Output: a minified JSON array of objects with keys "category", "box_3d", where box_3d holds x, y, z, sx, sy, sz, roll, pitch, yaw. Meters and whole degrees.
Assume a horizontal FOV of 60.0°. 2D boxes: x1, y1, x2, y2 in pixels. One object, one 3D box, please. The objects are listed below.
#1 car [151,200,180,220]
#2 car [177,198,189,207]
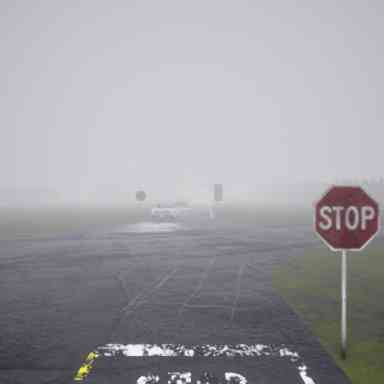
[{"category":"car","box_3d":[-2.310,1.601,28.296,1.895,1.301,4.718,0,0,2]},{"category":"car","box_3d":[-1.547,1.595,49.113,1.895,1.301,4.718,0,0,3]}]
